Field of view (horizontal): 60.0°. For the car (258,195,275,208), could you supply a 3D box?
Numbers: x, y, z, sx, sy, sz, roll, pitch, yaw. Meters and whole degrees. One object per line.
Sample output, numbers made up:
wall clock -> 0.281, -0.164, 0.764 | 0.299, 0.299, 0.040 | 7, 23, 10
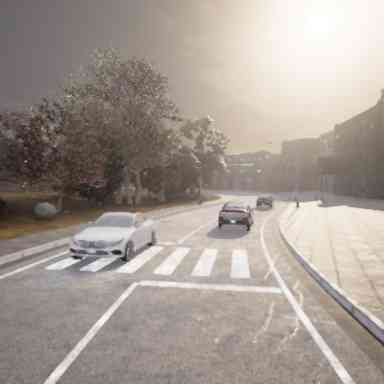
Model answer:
car -> 8.763, 1.084, 39.717 | 1.837, 1.490, 4.892 | 1, 1, 19

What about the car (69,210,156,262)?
car -> -2.568, 1.418, 11.940 | 1.812, 1.442, 4.674 | 1, 1, 9

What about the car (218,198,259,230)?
car -> 2.759, 1.349, 20.207 | 2.128, 1.511, 4.902 | 1, 1, 13
